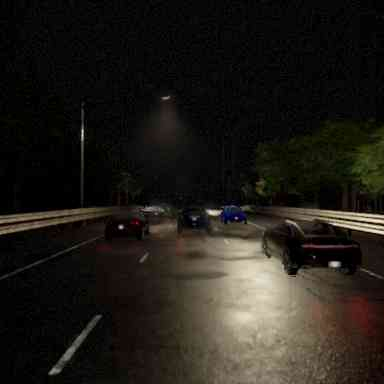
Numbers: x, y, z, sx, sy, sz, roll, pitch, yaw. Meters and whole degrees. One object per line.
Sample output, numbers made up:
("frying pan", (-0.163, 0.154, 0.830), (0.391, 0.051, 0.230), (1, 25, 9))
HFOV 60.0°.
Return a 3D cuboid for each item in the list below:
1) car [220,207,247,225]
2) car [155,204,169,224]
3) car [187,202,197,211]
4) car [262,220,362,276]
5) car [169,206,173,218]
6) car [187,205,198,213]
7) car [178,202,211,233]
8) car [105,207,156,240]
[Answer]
("car", (3.592, 2.038, 29.408), (1.882, 1.535, 5.008), (0, -2, 0))
("car", (-3.510, 2.062, 29.743), (2.128, 1.511, 4.902), (0, -2, 0))
("car", (-0.026, 3.328, 75.421), (2.150, 2.045, 5.566), (0, -2, 0))
("car", (3.596, 1.645, 10.806), (2.128, 1.511, 4.902), (0, -1, 0))
("car", (-3.515, 2.229, 40.714), (2.097, 1.767, 4.553), (0, -2, 0))
("car", (0.063, 3.061, 60.791), (1.812, 1.442, 4.674), (0, -2, 0))
("car", (0.109, 1.744, 22.721), (2.097, 1.767, 4.553), (0, -1, -1))
("car", (-3.507, 1.809, 18.771), (2.163, 1.488, 4.792), (0, -1, 0))
